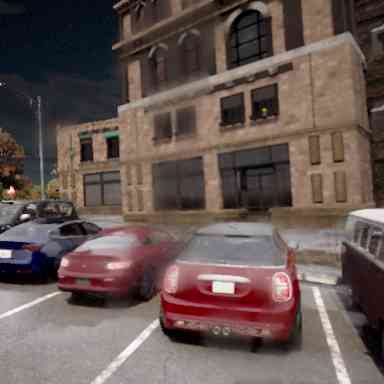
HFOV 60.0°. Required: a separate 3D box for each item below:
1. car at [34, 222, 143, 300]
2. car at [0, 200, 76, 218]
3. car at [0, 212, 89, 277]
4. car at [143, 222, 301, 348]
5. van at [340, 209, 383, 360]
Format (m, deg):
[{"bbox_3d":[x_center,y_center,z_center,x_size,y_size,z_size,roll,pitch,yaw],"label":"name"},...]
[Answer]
[{"bbox_3d":[-1.416,1.556,8.440,2.002,1.452,4.674,0,-1,16],"label":"car"},{"bbox_3d":[-6.274,1.307,11.910,2.435,2.045,5.566,0,-1,16],"label":"car"},{"bbox_3d":[-3.839,1.564,10.217,2.163,1.488,4.792,0,-1,16],"label":"car"},{"bbox_3d":[1.009,1.378,6.675,2.185,1.767,4.553,0,-1,16],"label":"car"},{"bbox_3d":[3.432,1.270,4.850,1.878,1.987,4.442,0,-1,16],"label":"van"}]
